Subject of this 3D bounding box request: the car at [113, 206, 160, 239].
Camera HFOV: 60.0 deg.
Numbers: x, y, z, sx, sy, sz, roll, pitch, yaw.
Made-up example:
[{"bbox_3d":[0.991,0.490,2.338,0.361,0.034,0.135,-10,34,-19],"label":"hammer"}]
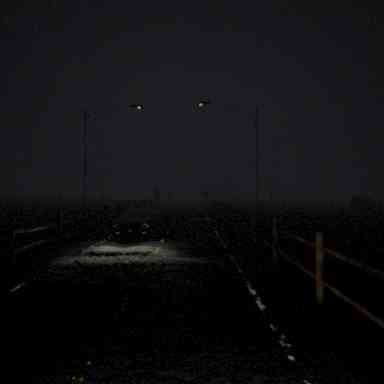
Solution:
[{"bbox_3d":[-2.844,1.502,17.712,1.882,1.535,5.008,0,0,0],"label":"car"}]
